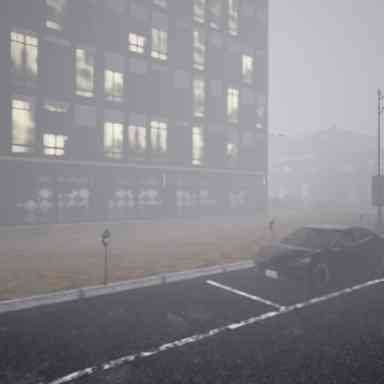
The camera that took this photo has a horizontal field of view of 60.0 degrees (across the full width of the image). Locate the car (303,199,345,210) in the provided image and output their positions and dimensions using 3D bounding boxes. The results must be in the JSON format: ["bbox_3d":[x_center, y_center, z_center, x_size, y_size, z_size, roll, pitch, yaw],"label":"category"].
[{"bbox_3d":[15.651,1.407,38.761,1.802,1.307,4.206,1,0,-36],"label":"car"}]

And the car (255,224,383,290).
[{"bbox_3d":[3.668,1.582,9.171,4.313,1.339,1.947,0,0,-36],"label":"car"}]

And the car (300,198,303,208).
[{"bbox_3d":[12.368,1.197,43.232,1.967,1.590,4.097,1,0,-36],"label":"car"}]

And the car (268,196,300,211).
[{"bbox_3d":[9.360,1.278,37.530,1.812,1.442,4.674,0,0,-36],"label":"car"}]
